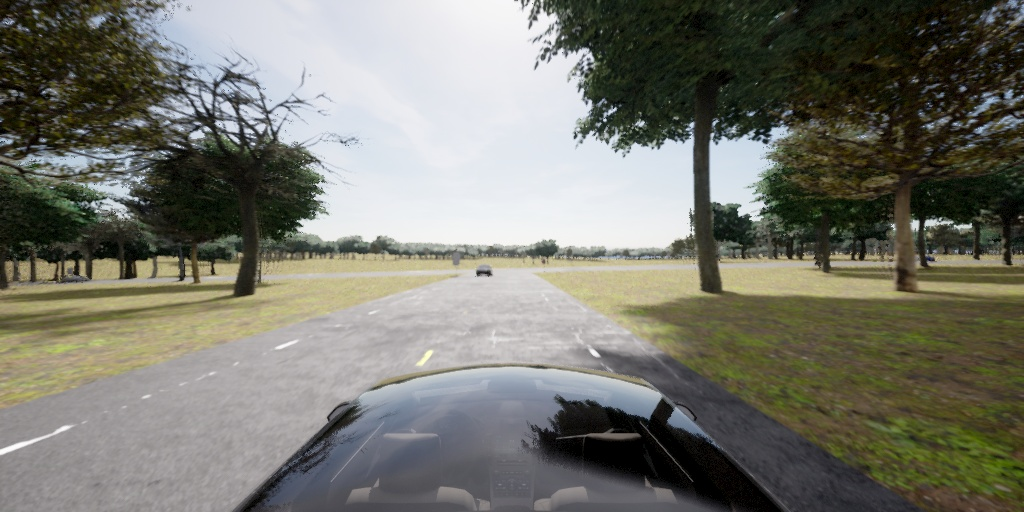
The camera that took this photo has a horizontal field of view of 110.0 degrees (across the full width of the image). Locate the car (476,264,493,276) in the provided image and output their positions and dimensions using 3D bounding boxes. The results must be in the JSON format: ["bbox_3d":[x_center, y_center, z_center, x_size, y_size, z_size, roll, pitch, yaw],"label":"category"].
[{"bbox_3d":[-3.574,1.811,46.537,1.882,1.535,5.008,0,-1,0],"label":"car"}]
